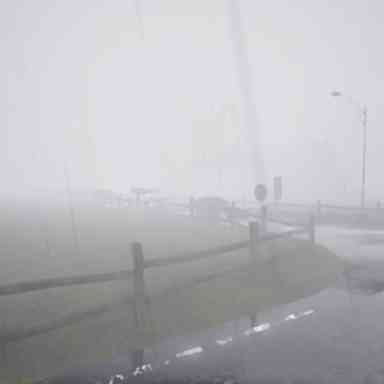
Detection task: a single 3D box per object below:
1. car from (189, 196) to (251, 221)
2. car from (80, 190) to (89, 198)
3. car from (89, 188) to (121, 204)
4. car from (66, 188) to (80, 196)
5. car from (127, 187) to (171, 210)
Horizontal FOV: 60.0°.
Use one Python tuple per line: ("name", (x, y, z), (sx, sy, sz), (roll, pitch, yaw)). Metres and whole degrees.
("car", (1.766, 1.029, 22.262), (1.882, 1.535, 5.008), (1, 1, -35))
("car", (-15.374, 0.271, 51.708), (1.882, 1.535, 5.008), (1, 1, -35))
("car", (-10.019, 0.429, 39.011), (2.097, 1.767, 4.553), (1, 1, -35))
("car", (-21.409, 0.049, 60.263), (2.128, 1.511, 4.902), (1, 1, -35))
("car", (-4.075, 0.536, 30.561), (2.150, 2.045, 5.566), (1, 1, -35))
